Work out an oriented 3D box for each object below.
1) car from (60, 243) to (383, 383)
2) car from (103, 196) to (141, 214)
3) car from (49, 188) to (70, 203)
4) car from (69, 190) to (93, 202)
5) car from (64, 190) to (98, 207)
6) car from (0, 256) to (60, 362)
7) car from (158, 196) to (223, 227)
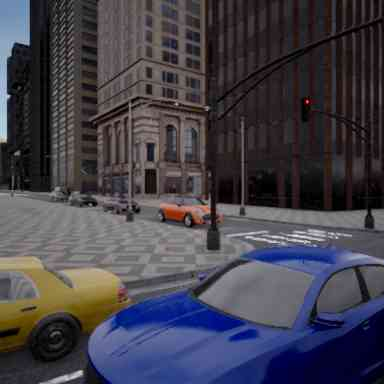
[{"bbox_3d":[1.240,1.478,4.141,5.008,1.535,1.882,0,0,-36],"label":"car"},{"bbox_3d":[-6.014,1.067,28.233,1.994,1.385,4.181,0,1,-35],"label":"car"},{"bbox_3d":[-17.809,0.626,44.765,1.837,1.490,4.892,0,1,-35],"label":"car"},{"bbox_3d":[-15.960,0.575,47.512,1.882,1.535,5.008,0,1,-36],"label":"car"},{"bbox_3d":[-12.109,0.851,36.744,2.033,1.411,5.357,0,1,-36],"label":"car"},{"bbox_3d":[-3.233,1.525,4.343,4.829,1.417,1.752,0,0,-36],"label":"car"},{"bbox_3d":[-0.200,1.049,20.116,2.097,1.767,4.553,0,1,-36],"label":"car"}]
